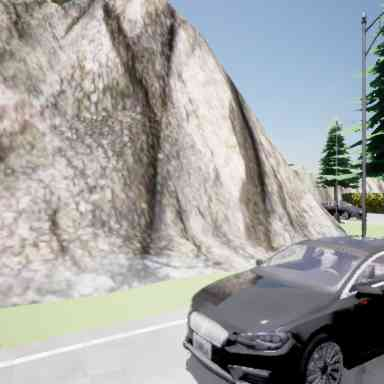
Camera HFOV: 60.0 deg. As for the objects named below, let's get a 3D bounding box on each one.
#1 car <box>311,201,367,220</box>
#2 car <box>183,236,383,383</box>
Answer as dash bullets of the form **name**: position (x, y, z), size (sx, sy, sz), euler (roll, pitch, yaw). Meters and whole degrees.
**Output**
- **car**: position (12.383, 1.492, 28.311), size (2.128, 1.511, 4.902), euler (0, 0, -26)
- **car**: position (2.220, 1.491, 5.049), size (4.902, 1.511, 2.128), euler (0, 0, -31)
